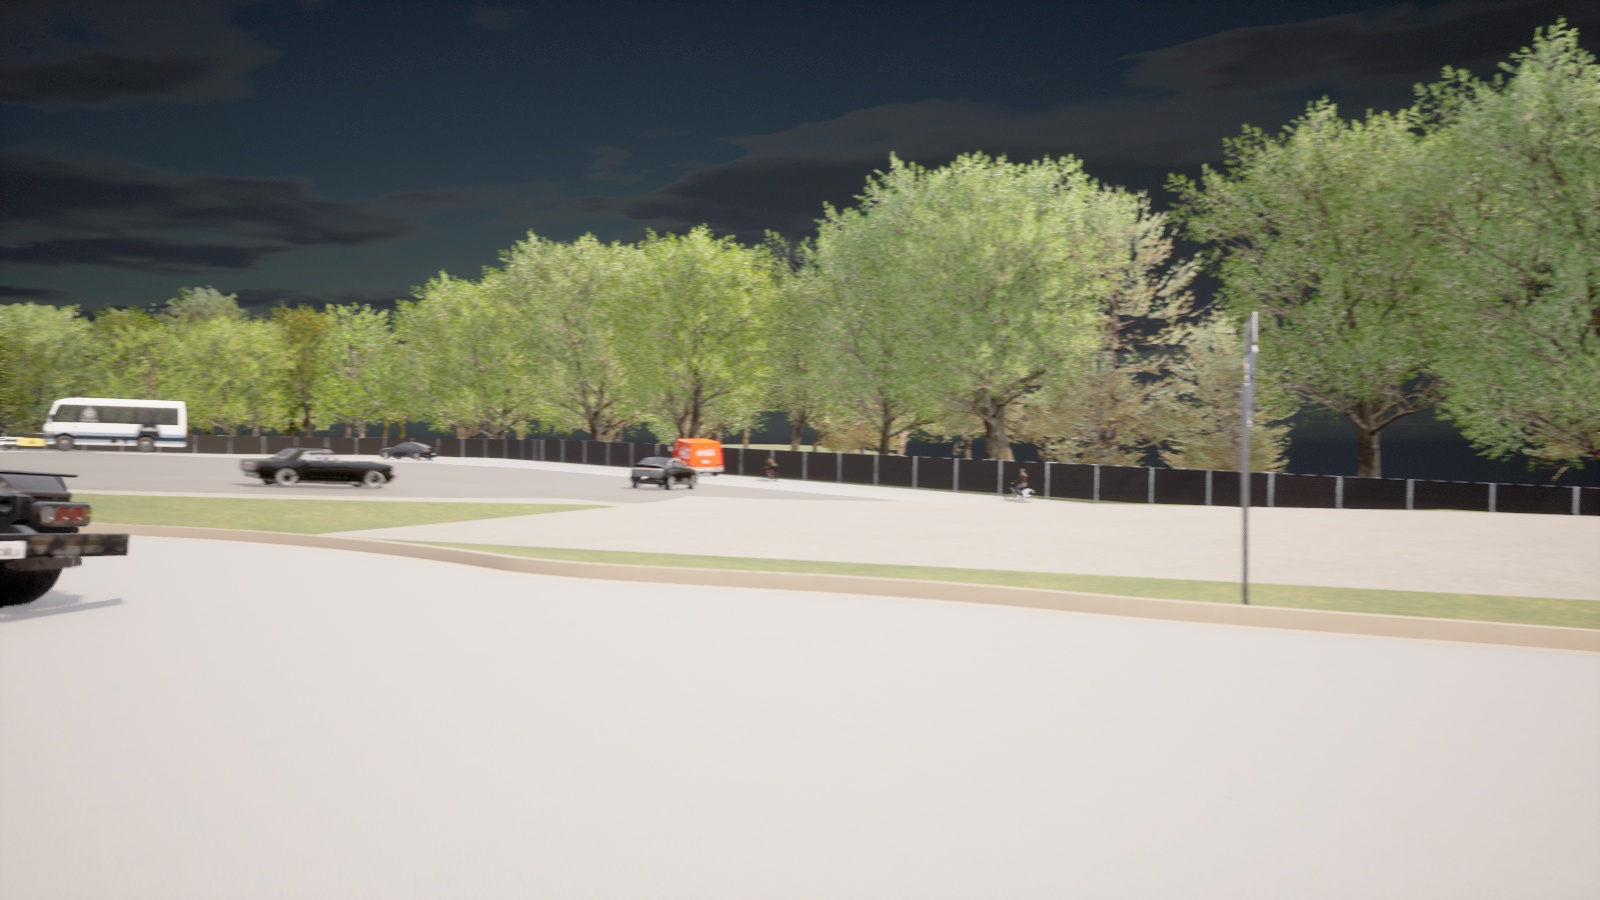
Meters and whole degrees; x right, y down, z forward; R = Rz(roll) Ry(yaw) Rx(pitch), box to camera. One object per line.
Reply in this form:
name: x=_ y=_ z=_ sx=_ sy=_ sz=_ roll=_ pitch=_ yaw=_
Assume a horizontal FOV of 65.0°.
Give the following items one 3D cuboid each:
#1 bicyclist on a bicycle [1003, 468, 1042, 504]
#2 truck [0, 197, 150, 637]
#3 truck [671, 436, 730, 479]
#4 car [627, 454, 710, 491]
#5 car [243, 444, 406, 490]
bicyclist on a bicycle: x=11.507 y=1.852 z=64.975 sx=1.843 sy=1.776 sz=0.659 roll=3 pitch=3 yaw=44
truck: x=-10.189 y=-0.464 z=10.884 sx=7.936 sy=3.462 sz=2.891 roll=3 pitch=-3 yaw=15
truck: x=-6.861 y=0.480 z=86.087 sx=2.627 sy=2.467 sz=5.204 roll=-1 pitch=4 yaw=-21
car: x=-6.037 y=1.035 z=58.335 sx=2.128 sy=1.511 sz=4.902 roll=3 pitch=0 yaw=16
car: x=-15.916 y=0.594 z=42.148 sx=4.718 sy=1.301 sz=1.895 roll=3 pitch=0 yaw=-39
